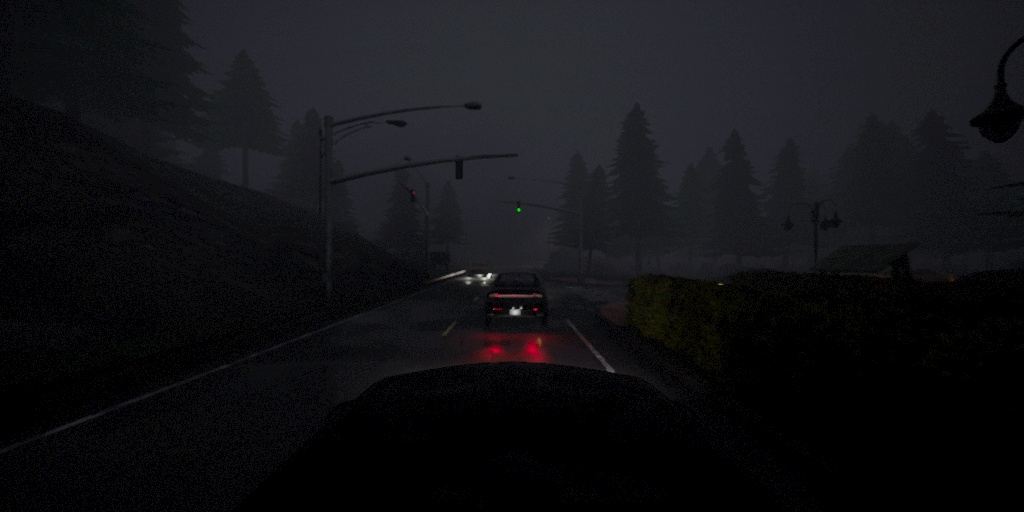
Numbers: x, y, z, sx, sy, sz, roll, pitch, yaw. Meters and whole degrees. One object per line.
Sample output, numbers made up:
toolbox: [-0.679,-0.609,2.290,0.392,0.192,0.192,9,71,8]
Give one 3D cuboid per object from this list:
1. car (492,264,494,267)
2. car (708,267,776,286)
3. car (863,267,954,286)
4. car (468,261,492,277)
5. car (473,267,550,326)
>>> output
car: [-3.551,1.447,49.157,2.128,1.511,4.902,0,0,0]
car: [15.702,1.514,23.868,4.892,1.490,1.837,0,0,0]
car: [26.051,1.487,23.799,5.008,1.535,1.882,0,0,1]
car: [-3.590,1.389,39.034,1.882,1.535,5.008,0,0,0]
car: [0.224,1.287,11.920,2.128,1.511,4.902,0,0,3]
